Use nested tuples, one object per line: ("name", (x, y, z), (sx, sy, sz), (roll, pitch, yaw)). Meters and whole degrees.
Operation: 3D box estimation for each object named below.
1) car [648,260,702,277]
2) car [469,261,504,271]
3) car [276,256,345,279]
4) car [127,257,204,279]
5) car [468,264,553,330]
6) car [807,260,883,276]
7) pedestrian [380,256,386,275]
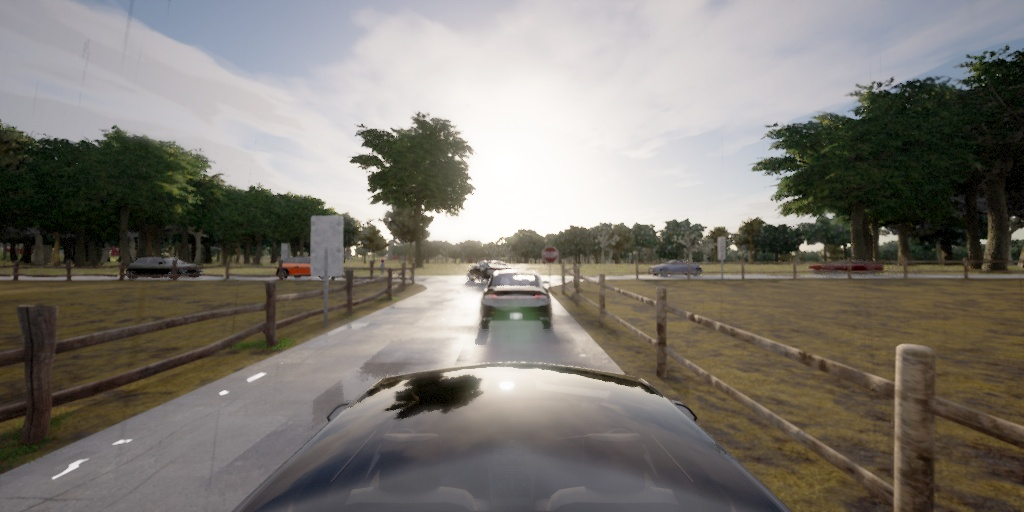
("car", (13.788, 1.023, 30.464), (4.181, 1.385, 1.994), (0, -1, 0))
("car", (-1.562, 1.046, 23.851), (2.128, 1.511, 4.902), (0, 1, -21))
("car", (-15.386, 0.857, 27.566), (4.553, 1.767, 2.097), (0, -1, 0))
("car", (-26.481, 0.853, 27.563), (4.553, 1.767, 2.097), (0, -1, 0))
("car", (0.098, 1.154, 10.701), (2.128, 1.511, 4.902), (0, 1, 0))
("car", (27.825, 0.988, 30.098), (4.718, 1.301, 1.895), (0, -1, 5))
("pedestrian", (-12.126, 0.860, 33.542), (0.375, 1.860, 0.375), (0, -1, 0))
